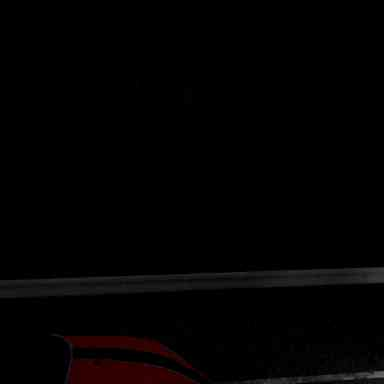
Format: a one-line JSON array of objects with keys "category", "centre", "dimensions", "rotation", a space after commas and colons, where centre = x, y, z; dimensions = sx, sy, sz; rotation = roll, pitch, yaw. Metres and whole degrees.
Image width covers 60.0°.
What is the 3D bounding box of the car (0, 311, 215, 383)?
[{"category": "car", "centre": [-1.856, 1.352, 1.660], "dimensions": [4.553, 1.767, 2.097], "rotation": [0, 0, -6]}]
